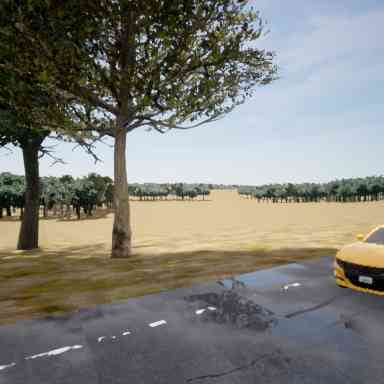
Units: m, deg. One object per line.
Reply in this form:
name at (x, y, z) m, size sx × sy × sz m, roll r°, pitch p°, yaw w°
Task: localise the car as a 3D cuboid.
car at (5.446, 1.498, 8.239) m, size 5.008 × 1.535 × 1.882 m, roll 0°, pitch 0°, yaw -38°
